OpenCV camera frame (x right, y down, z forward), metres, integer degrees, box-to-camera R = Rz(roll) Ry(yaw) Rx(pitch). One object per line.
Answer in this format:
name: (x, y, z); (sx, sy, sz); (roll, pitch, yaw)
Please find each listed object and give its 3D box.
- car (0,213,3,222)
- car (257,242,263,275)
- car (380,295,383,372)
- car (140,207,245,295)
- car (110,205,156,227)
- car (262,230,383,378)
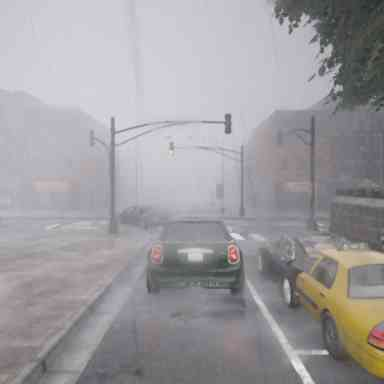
car: (-14.751, 1.435, 21.219); (4.892, 1.490, 1.837); (1, 1, 0)
car: (2.653, 1.552, 7.736); (2.008, 1.369, 4.403); (-1, 0, 0)
car: (2.621, 1.551, 0.600); (2.008, 1.369, 4.403); (-1, 0, 0)
car: (0.082, 1.353, 8.910); (2.097, 1.767, 4.553); (0, 0, 0)
car: (-3.290, 1.561, 21.702); (2.033, 1.411, 5.357); (-1, 2, -43)
car: (2.676, 1.526, 5.762); (1.752, 1.417, 4.829); (-1, 0, 0)
